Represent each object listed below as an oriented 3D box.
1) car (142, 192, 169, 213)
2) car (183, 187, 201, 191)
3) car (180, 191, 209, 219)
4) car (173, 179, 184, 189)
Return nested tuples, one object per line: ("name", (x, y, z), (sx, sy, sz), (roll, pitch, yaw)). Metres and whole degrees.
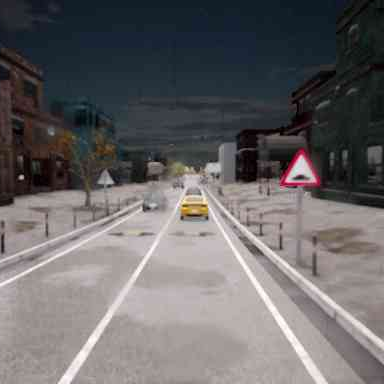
("car", (-3.001, 0.811, 27.787), (2.128, 1.511, 4.902), (0, 3, 0))
("car", (0.243, 0.107, 41.934), (1.994, 1.385, 4.181), (0, 3, 0))
("car", (0.173, 0.975, 23.683), (1.882, 1.535, 5.008), (0, 2, 0))
("car", (-2.763, -1.629, 68.849), (2.150, 2.045, 5.566), (0, 2, 0))
